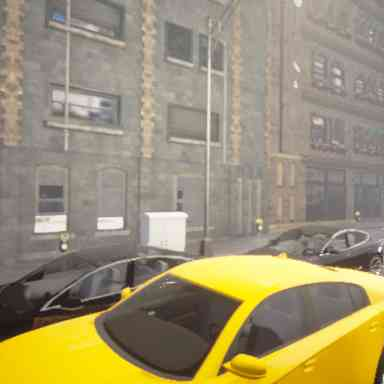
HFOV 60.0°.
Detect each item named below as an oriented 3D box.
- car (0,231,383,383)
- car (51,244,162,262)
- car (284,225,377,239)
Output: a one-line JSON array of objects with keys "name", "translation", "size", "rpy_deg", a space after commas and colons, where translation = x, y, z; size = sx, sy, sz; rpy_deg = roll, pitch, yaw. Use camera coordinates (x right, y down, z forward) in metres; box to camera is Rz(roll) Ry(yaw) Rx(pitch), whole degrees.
[{"name": "car", "translation": [0.371, 1.472, 3.333], "size": [5.008, 1.535, 1.882], "rpy_deg": [0, 0, -35]}, {"name": "car", "translation": [-1.437, 1.562, 5.055], "size": [4.313, 1.339, 1.947], "rpy_deg": [0, 1, -35]}, {"name": "car", "translation": [3.089, 1.541, 8.285], "size": [4.313, 1.339, 1.947], "rpy_deg": [0, 1, -35]}]
